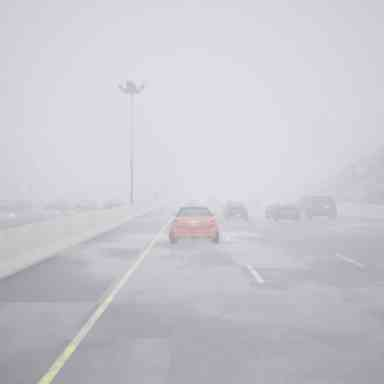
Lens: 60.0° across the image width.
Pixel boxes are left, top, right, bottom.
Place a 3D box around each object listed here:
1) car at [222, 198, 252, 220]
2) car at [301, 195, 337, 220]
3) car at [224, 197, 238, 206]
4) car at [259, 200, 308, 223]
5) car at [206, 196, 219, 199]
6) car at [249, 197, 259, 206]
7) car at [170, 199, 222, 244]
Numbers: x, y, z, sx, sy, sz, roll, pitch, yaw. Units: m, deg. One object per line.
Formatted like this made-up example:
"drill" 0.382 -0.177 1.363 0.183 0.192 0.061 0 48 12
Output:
"car" 3.607 1.578 28.593 1.837 1.490 4.892 0 0 0
"car" 10.604 1.296 28.982 2.150 2.045 5.566 0 0 0
"car" 7.110 1.718 60.523 1.994 1.385 4.181 0 0 0
"car" 7.103 1.559 26.476 2.128 1.511 4.902 0 0 0
"car" 3.610 1.499 58.285 2.097 1.767 4.553 0 0 0
"car" 10.609 1.638 57.653 2.128 1.511 4.902 0 0 0
"car" 0.103 1.393 16.288 2.097 1.767 4.553 0 0 0
